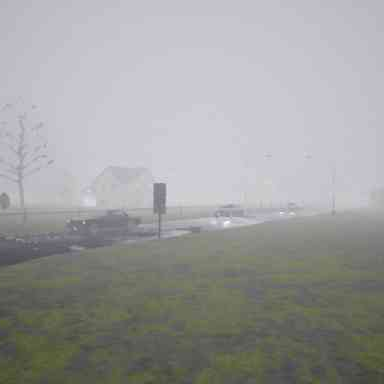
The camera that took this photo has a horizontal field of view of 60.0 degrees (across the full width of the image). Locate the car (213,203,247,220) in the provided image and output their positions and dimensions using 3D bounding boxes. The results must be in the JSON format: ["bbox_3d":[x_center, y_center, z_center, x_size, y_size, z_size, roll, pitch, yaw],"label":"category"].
[{"bbox_3d":[3.985,1.963,34.225,1.837,1.490,4.892,1,0,35],"label":"car"}]

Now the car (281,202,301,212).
[{"bbox_3d":[14.830,2.265,49.344,1.812,1.442,4.674,1,0,35],"label":"car"}]

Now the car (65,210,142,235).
[{"bbox_3d":[-5.449,1.837,20.941,1.895,1.301,4.718,1,0,35],"label":"car"}]
